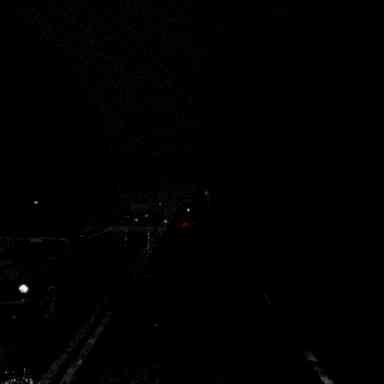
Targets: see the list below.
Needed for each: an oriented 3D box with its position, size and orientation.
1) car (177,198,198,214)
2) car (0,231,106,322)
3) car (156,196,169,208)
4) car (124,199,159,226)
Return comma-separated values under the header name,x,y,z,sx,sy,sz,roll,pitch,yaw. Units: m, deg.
name,x,y,z,sx,sy,sz,roll,pitch,yaw
car,-0.408,1.411,33.907,1.837,1.490,4.892,0,1,-2
car,-3.393,1.609,7.375,1.895,1.301,4.718,0,0,0
car,-4.136,1.282,44.931,1.837,1.490,4.892,0,0,-1
car,-3.607,1.503,23.624,1.812,1.442,4.674,0,0,-1
